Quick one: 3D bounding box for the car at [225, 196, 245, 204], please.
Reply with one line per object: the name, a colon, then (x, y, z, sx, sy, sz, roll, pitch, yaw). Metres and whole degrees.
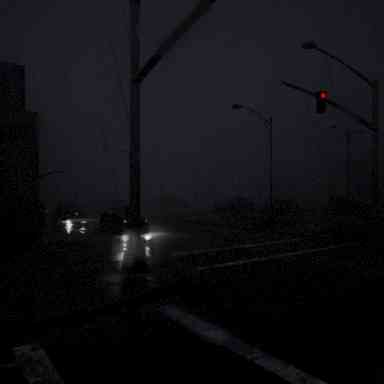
car: (8.476, 1.511, 64.959, 3.633, 1.501, 1.845, 0, 0, -36)

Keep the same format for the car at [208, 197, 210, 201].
car: (5.943, 1.531, 81.577, 4.514, 1.523, 2.007, 0, 0, -36)

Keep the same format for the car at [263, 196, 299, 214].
car: (8.985, 1.424, 33.670, 3.806, 1.475, 1.970, 0, 0, -36)

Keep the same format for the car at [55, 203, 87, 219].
car: (-11.303, 1.740, 30.935, 1.994, 1.385, 4.181, 0, 0, -35)

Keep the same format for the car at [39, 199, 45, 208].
car: (-21.188, 1.684, 44.860, 1.837, 1.490, 4.892, 0, -1, -35)

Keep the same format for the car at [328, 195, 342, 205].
car: (20.941, 1.289, 46.273, 4.605, 1.855, 1.932, 0, 0, -36)

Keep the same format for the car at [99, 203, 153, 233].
car: (-4.526, 1.702, 21.501, 1.812, 1.442, 4.674, 0, 0, -36)

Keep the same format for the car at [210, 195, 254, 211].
car: (4.984, 1.345, 38.697, 5.027, 1.636, 2.152, 0, 0, -36)

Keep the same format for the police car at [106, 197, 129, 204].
police car: (-6.962, 1.602, 31.048, 1.930, 1.638, 5.238, 0, 0, -36)

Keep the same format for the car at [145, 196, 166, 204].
car: (-7.444, 1.576, 68.303, 3.806, 1.475, 1.970, 0, 0, -36)

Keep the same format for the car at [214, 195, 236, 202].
car: (7.813, 1.522, 79.058, 5.027, 1.636, 2.152, 0, 0, -36)

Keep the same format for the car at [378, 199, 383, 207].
car: (29.251, 1.268, 48.185, 3.866, 1.878, 1.905, 0, 0, -36)

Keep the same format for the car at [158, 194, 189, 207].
car: (-2.470, 1.268, 49.097, 3.866, 1.878, 1.905, 0, 0, -36)

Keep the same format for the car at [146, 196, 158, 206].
car: (-4.498, 1.289, 51.218, 4.605, 1.855, 1.932, 0, 0, -36)

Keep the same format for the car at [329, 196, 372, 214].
car: (16.848, 1.490, 34.799, 4.514, 1.523, 2.007, 0, 0, -36)

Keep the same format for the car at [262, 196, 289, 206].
car: (14.263, 1.489, 56.812, 4.514, 1.523, 2.007, 0, 0, -36)
